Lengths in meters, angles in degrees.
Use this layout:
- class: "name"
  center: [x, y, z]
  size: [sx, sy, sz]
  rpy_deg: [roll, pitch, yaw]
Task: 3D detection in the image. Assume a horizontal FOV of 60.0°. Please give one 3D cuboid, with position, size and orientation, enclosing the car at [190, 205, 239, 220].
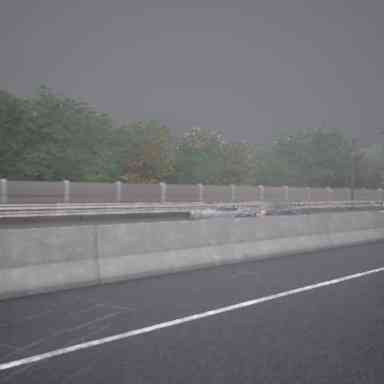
- class: "car"
  center: [2.211, 1.734, 26.911]
  size: [4.718, 1.301, 1.895]
  rpy_deg: [1, 0, -35]

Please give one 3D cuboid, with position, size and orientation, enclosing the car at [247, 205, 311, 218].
- class: "car"
  center: [6.041, 1.734, 21.048]
  size: [4.718, 1.301, 1.895]
  rpy_deg: [1, 0, -35]

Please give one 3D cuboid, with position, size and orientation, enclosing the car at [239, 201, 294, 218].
- class: "car"
  center: [6.157, 1.504, 25.377]
  size: [4.553, 1.767, 2.097]
  rpy_deg: [1, 0, -34]
